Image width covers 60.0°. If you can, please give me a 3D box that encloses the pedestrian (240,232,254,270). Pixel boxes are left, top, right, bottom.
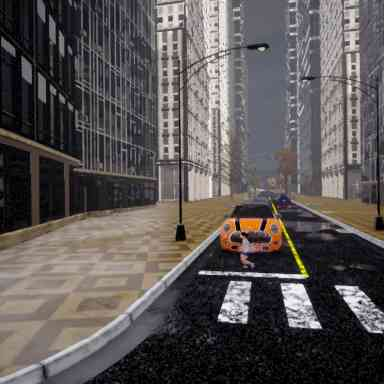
[{"bbox_3d":[1.490,1.574,9.226,0.500,1.100,0.500,0,0,12],"label":"pedestrian"}]

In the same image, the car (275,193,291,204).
[{"bbox_3d":[12.742,0.941,46.531,1.812,1.442,4.674,-1,1,12],"label":"car"}]

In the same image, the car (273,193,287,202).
[{"bbox_3d":[14.863,0.847,56.192,2.033,1.411,5.357,-1,1,12],"label":"car"}]

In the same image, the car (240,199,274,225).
[{"bbox_3d":[4.561,1.284,22.955,2.033,1.411,5.357,-1,1,13],"label":"car"}]

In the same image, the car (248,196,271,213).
[{"bbox_3d":[6.841,1.160,33.338,2.033,1.411,5.357,-1,1,13],"label":"car"}]

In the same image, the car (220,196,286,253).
[{"bbox_3d":[2.371,1.207,13.006,2.097,1.767,4.553,-1,1,12],"label":"car"}]
